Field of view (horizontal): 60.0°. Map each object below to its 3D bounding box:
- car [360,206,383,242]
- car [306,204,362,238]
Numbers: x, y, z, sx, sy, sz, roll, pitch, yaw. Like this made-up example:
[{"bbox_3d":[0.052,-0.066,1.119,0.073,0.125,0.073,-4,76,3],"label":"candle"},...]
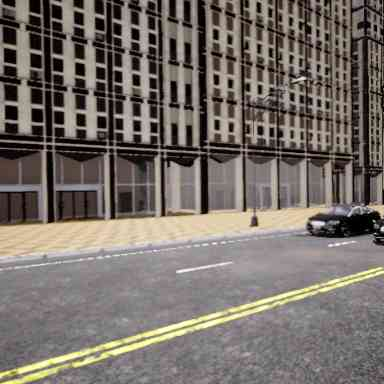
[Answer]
[{"bbox_3d":[9.893,1.419,14.736,4.902,1.511,2.128,0,0,-35],"label":"car"},{"bbox_3d":[7.982,1.419,17.365,4.902,1.511,2.128,0,0,-35],"label":"car"}]
